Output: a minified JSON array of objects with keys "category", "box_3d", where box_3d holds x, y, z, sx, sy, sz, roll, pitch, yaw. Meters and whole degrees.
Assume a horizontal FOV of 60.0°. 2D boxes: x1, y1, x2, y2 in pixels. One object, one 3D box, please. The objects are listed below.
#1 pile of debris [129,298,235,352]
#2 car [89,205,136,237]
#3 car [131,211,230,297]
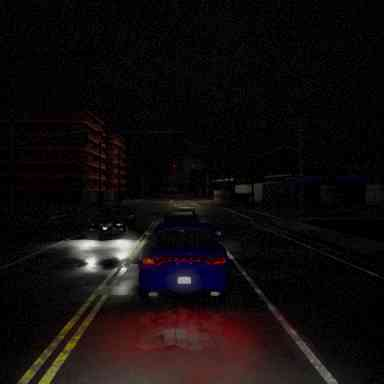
[{"category":"pile of debris","box_3d":[-0.175,2.175,5.638,1.500,0.140,1.860,0,0,-2]},{"category":"car","box_3d":[-4.190,1.507,18.124,1.837,1.490,4.892,0,-1,-2]},{"category":"car","box_3d":[-0.216,1.478,8.609,1.882,1.535,5.008,0,0,-2]}]
